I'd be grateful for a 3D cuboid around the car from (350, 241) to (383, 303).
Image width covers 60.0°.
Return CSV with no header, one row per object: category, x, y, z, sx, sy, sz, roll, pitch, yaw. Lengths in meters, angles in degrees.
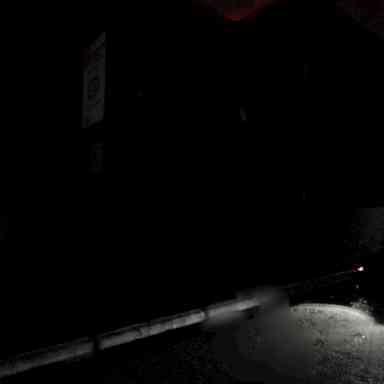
car,5.282,1.576,7.187,4.181,1.385,1.994,0,0,-36
